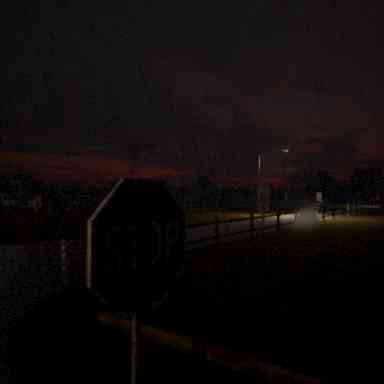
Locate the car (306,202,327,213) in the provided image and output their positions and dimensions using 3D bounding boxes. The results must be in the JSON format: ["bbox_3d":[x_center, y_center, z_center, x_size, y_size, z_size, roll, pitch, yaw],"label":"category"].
[{"bbox_3d":[17.737,2.171,47.292,2.128,1.511,4.902,1,0,36],"label":"car"}]
